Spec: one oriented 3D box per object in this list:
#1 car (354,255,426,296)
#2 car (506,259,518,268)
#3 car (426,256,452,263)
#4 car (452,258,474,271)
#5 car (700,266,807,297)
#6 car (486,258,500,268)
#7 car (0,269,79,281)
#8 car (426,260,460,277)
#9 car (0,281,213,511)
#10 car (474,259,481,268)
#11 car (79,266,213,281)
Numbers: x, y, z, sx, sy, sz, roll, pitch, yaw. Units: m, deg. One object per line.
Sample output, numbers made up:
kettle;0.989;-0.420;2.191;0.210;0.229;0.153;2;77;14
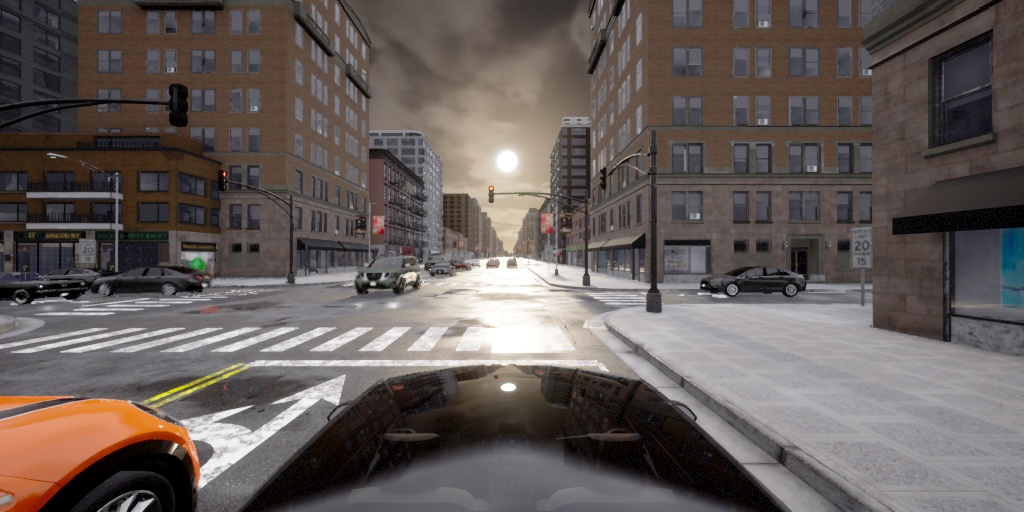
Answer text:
car;-6.635;0.984;19.879;2.150;2.045;5.566;0;0;0
car;-0.021;1.245;63.086;1.837;1.490;4.892;0;0;0
car;-9.942;0.967;47.639;2.150;2.045;5.566;0;0;0
car;-6.689;1.345;48.802;1.895;1.301;4.718;0;0;0
car;12.424;1.294;18.639;4.892;1.490;1.837;0;0;1
car;-3.369;1.304;61.948;1.994;1.385;4.181;0;0;0
car;-21.516;1.345;15.462;4.718;1.301;1.895;0;0;0
car;-6.667;1.313;35.070;1.994;1.385;4.181;0;0;0
car;-3.237;1.102;0.601;2.097;1.767;4.553;0;0;0
car;-6.663;1.265;63.327;1.812;1.442;4.674;0;0;0
car;-18.211;1.261;18.258;4.892;1.490;1.837;0;2;-4
